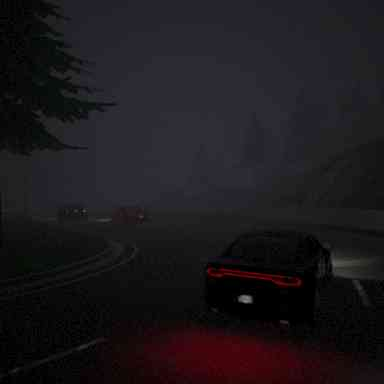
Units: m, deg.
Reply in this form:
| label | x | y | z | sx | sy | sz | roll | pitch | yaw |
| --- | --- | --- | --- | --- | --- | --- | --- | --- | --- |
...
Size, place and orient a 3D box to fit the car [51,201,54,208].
| label | x | y | z | sx | sy | sz | roll | pitch | yaw |
| --- | --- | --- | --- | --- | --- | --- | --- | --- | --- |
| car | -29.192 | 2.669 | 71.336 | 1.994 | 1.385 | 4.181 | 0 | -1 | -23 |

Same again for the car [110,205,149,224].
| label | x | y | z | sx | sy | sz | roll | pitch | yaw |
| --- | --- | --- | --- | --- | --- | --- | --- | --- | --- |
| car | -5.616 | 1.886 | 29.413 | 1.882 | 1.535 | 5.008 | 0 | -1 | -35 |

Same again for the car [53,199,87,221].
| label | x | y | z | sx | sy | sz | roll | pitch | yaw |
| --- | --- | --- | --- | --- | --- | --- | --- | --- | --- |
| car | -11.808 | 1.851 | 32.534 | 2.097 | 1.767 | 4.553 | 0 | -1 | -32 |

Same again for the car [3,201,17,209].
| label | x | y | z | sx | sy | sz | roll | pitch | yaw |
| --- | --- | --- | --- | --- | --- | --- | --- | --- | --- |
| car | -34.066 | 2.366 | 62.200 | 1.882 | 1.535 | 5.008 | 0 | -1 | -23 |

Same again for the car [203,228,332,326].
| label | x | y | z | sx | sy | sz | roll | pitch | yaw |
| --- | --- | --- | --- | --- | --- | --- | --- | --- | --- |
| car | 1.955 | 1.557 | 7.459 | 1.882 | 1.535 | 5.008 | 0 | 0 | 27 |
